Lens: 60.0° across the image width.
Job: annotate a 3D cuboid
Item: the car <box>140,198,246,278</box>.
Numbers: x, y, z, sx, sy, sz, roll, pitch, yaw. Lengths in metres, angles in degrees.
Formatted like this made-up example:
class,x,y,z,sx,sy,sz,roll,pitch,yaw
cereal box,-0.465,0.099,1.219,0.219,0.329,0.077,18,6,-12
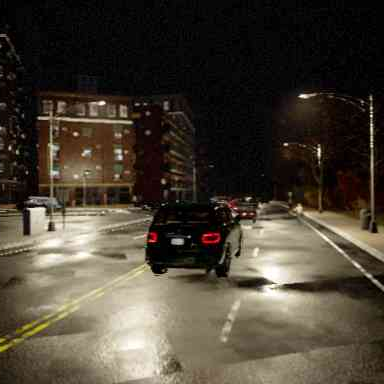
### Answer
class,x,y,z,sx,sy,sz,roll,pitch,yaw
car,0.319,1.339,10.783,2.150,2.045,5.566,-1,-1,14

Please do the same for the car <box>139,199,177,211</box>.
class,x,y,z,sx,sy,sz,roll,pitch,yaw
car,-4.785,1.847,47.088,5.008,1.535,1.882,0,0,-23

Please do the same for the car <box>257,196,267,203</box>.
class,x,y,z,sx,sy,sz,roll,pitch,yaw
car,18.742,2.097,89.362,2.097,1.767,4.553,-1,-1,8

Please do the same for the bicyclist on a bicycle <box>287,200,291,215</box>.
class,x,y,z,sx,sy,sz,roll,pitch,yaw
bicyclist on a bicycle,9.675,1.625,32.776,0.659,1.776,1.843,-1,0,12

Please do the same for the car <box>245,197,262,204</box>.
class,x,y,z,sx,sy,sz,roll,pitch,yaw
car,8.983,1.933,49.426,2.128,1.511,4.902,-1,-1,11

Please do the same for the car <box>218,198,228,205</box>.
class,x,y,z,sx,sy,sz,roll,pitch,yaw
car,7.235,2.238,77.782,1.882,1.535,5.008,-1,-1,9

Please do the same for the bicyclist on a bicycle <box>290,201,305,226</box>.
class,x,y,z,sx,sy,sz,roll,pitch,yaw
bicyclist on a bicycle,7.686,1.617,23.820,0.866,1.612,1.509,-1,-1,13

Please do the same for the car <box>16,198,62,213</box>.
class,x,y,z,sx,sy,sz,roll,pitch,yaw
car,-18.072,1.727,39.414,4.902,1.511,2.128,1,0,-17

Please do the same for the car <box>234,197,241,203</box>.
class,x,y,z,sx,sy,sz,roll,pitch,yaw
car,12.554,2.259,92.127,1.882,1.535,5.008,-1,-1,8

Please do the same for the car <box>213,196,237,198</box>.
class,x,y,z,sx,sy,sz,roll,pitch,yaw
car,4.280,1.652,43.473,2.150,2.045,5.566,-1,-1,12

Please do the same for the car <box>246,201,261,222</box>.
class,x,y,z,sx,sy,sz,roll,pitch,yaw
car,4.652,1.815,28.780,2.033,1.411,5.357,-1,-1,13

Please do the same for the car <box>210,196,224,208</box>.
class,x,y,z,sx,sy,sz,roll,pitch,yaw
car,4.804,1.857,63.261,2.150,2.045,5.566,-1,-1,11

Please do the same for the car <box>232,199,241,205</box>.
class,x,y,z,sx,sy,sz,roll,pitch,yaw
car,10.257,2.259,76.046,1.994,1.385,4.181,-1,-1,9

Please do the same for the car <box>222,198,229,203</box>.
class,x,y,z,sx,sy,sz,roll,pitch,yaw
car,9.333,2.323,92.558,1.837,1.490,4.892,-1,-1,8

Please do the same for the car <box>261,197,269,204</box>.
class,x,y,z,sx,sy,sz,roll,pitch,yaw
car,17.326,2.135,79.324,1.882,1.535,5.008,-1,-1,8
